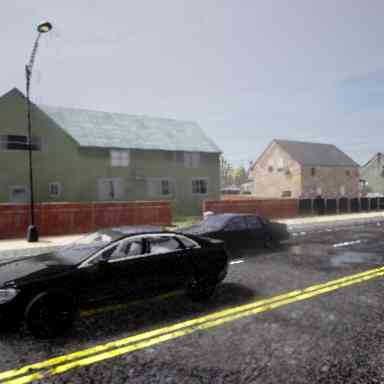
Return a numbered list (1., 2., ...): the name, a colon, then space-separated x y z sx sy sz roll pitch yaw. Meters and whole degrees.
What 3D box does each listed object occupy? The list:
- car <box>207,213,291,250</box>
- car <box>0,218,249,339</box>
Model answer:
1. car: 1.457 1.528 12.704 5.357 1.411 2.033 0 0 -35
2. car: -1.446 1.486 6.644 4.902 1.511 2.128 0 0 -35
